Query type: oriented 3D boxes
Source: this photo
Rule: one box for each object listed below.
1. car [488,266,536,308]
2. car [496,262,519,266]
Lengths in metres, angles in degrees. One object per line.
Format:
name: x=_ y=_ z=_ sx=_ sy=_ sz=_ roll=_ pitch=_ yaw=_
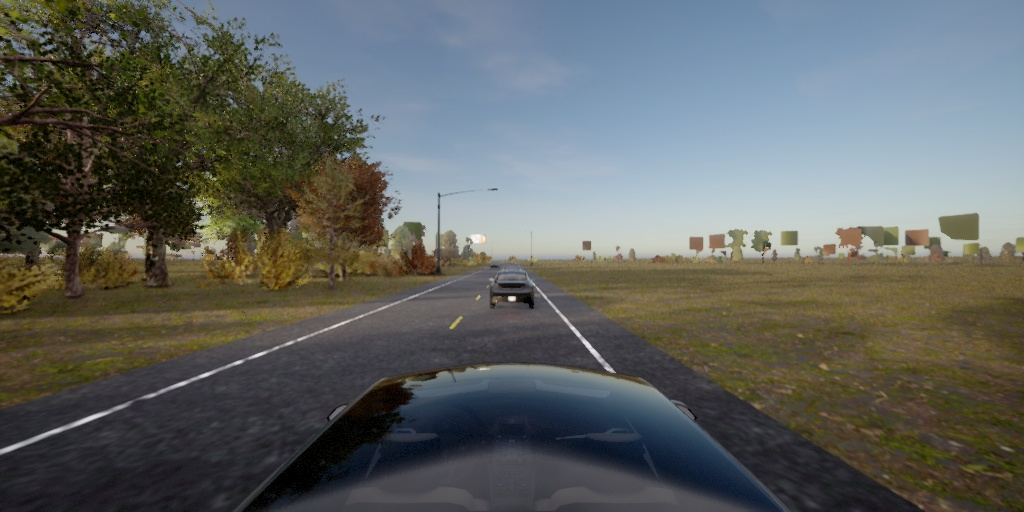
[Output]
car: x=0.003 y=1.393 z=16.144 sx=1.837 sy=1.490 sz=4.892 roll=0 pitch=0 yaw=0
car: x=0.002 y=1.519 z=31.147 sx=2.128 sy=1.511 sz=4.902 roll=0 pitch=0 yaw=0
